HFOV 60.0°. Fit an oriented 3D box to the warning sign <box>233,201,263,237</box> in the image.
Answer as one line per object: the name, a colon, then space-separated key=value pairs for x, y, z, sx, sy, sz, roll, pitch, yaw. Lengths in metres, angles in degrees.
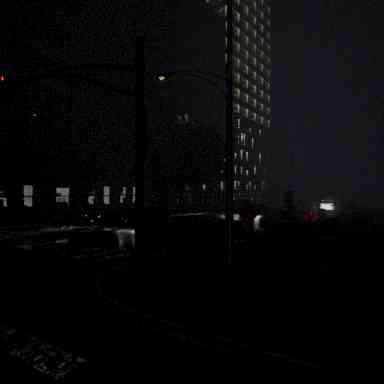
warning sign: x=3.109 y=1.454 z=18.570 sx=1.300 sy=1.860 sz=1.060 roll=1 pitch=1 yaw=33

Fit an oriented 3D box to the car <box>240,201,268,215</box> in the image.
car: x=8.727 y=2.281 z=44.694 sx=1.837 sy=1.490 sz=4.892 roll=0 pitch=-1 yaw=33

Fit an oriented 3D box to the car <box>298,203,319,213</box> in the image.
car: x=19.164 y=2.576 z=54.737 sx=2.033 sy=1.411 sz=5.357 roll=0 pitch=-1 yaw=33

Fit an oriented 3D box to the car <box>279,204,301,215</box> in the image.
car: x=13.630 y=2.394 z=46.075 sx=2.033 sy=1.411 sz=5.357 roll=0 pitch=-1 yaw=33

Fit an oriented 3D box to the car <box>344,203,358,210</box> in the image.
car: x=31.480 y=2.837 z=65.732 sx=1.812 sy=1.442 sz=4.674 roll=0 pitch=-1 yaw=33

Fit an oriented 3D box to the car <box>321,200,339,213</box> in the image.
car: x=21.914 y=2.254 z=53.003 sx=2.150 sy=2.045 sz=5.566 roll=0 pitch=-1 yaw=33

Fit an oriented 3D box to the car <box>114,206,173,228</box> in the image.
car: x=-3.410 y=1.880 z=25.930 sx=1.837 sy=1.490 sz=4.892 roll=0 pitch=-1 yaw=33

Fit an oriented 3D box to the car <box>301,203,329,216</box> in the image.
car: x=16.496 y=2.456 z=44.519 sx=1.895 sy=1.301 sz=4.718 roll=0 pitch=-1 yaw=33

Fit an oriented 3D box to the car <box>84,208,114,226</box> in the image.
car: x=-6.432 y=1.963 z=27.241 sx=1.895 sy=1.301 sz=4.718 roll=0 pitch=-1 yaw=33

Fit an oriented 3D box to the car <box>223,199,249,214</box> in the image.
car: x=6.503 y=2.011 z=47.234 sx=2.150 sy=2.045 sz=5.566 roll=0 pitch=-1 yaw=33
